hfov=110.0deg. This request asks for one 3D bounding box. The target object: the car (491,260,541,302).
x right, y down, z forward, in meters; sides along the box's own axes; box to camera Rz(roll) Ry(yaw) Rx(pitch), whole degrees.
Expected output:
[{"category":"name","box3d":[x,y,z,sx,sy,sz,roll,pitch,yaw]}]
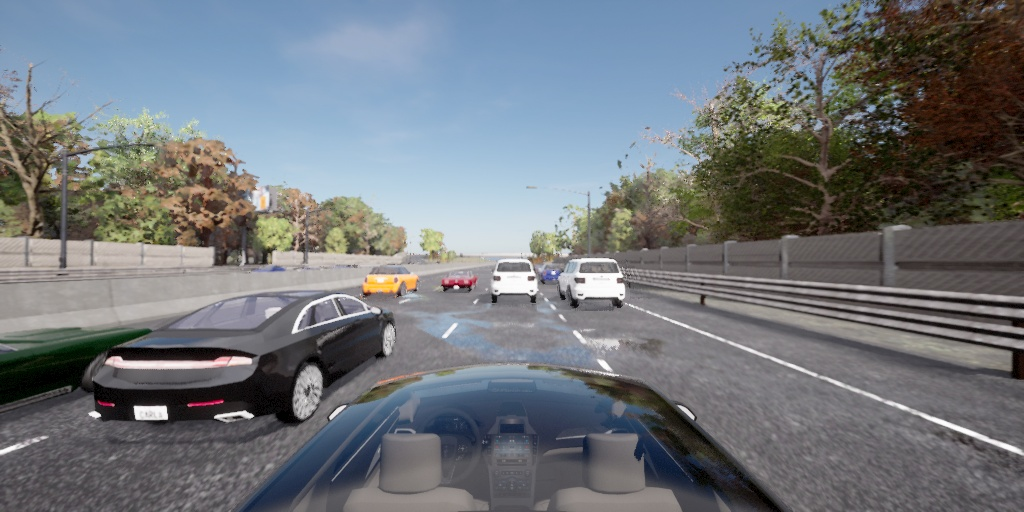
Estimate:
[{"category":"car","box3d":[0.101,1.203,18.716,2.150,2.045,5.566,0,-1,0]}]

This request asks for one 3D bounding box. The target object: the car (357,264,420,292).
[{"category":"car","box3d":[-6.898,1.361,20.970,2.097,1.767,4.553,0,-1,0]}]

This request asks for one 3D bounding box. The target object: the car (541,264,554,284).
[{"category":"car","box3d":[3.504,1.515,32.173,2.097,1.767,4.553,0,-1,0]}]

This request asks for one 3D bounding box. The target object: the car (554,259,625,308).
[{"category":"car","box3d":[3.501,1.171,16.686,2.150,2.045,5.566,0,-1,0]}]

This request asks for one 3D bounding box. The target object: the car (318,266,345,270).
[{"category":"car","box3d":[-21.085,1.875,44.028,2.033,1.411,5.357,0,-1,0]}]

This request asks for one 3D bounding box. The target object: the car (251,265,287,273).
[{"category":"car","box3d":[-28.081,1.820,41.635,1.812,1.442,4.674,0,-1,0]}]

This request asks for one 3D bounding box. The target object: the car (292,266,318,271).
[{"category":"car","box3d":[-24.585,1.920,43.440,1.895,1.301,4.718,0,-1,0]}]

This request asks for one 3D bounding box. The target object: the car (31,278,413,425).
[{"category":"car","box3d":[-3.400,1.297,5.803,2.128,1.511,4.902,0,-1,0]}]

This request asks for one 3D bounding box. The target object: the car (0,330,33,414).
[{"category":"car","box3d":[-6.899,1.380,3.876,1.895,1.301,4.718,0,-1,0]}]

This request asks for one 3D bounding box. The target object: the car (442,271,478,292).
[{"category":"car","box3d":[-3.394,1.655,24.195,1.895,1.301,4.718,0,-1,0]}]

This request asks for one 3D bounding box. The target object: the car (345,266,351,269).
[{"category":"car","box3d":[-17.587,1.835,42.740,1.812,1.442,4.674,0,-1,0]}]
